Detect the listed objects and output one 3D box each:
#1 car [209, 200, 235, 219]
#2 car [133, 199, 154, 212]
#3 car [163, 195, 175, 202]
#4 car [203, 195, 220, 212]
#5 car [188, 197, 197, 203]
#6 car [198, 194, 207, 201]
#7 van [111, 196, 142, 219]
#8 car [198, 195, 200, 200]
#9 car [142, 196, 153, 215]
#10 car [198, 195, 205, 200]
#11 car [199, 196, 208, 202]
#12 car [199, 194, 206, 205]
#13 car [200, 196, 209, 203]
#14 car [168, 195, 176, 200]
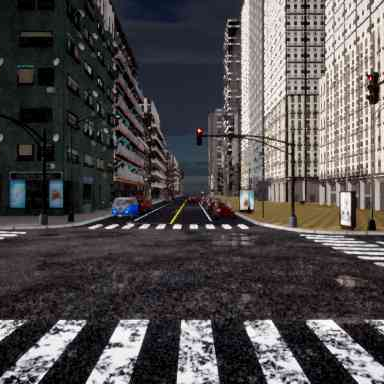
[{"bbox_3d":[2.684,1.592,28.448,1.802,1.307,4.206,0,0,0],"label":"car"},{"bbox_3d":[-5.702,1.561,39.501,1.887,1.381,4.507,0,0,0],"label":"car"},{"bbox_3d":[-5.720,1.494,78.193,1.967,1.590,4.097,0,0,0],"label":"car"},{"bbox_3d":[2.679,1.457,39.504,1.967,1.590,4.097,0,0,0],"label":"car"},{"bbox_3d":[0.066,1.645,69.749,1.895,1.301,4.718,0,0,0],"label":"car"},{"bbox_3d":[2.659,1.376,83.725,2.192,1.841,5.009,0,0,0],"label":"car"},{"bbox_3d":[-5.696,1.352,28.445,1.690,1.788,3.998,0,0,0],"label":"van"},{"bbox_3d":[2.665,1.592,67.142,2.008,1.369,4.403,0,0,0],"label":"car"},{"bbox_3d":[-5.698,1.329,33.973,2.192,1.841,5.009,0,0,0],"label":"car"},{"bbox_3d":[2.651,1.659,94.780,1.802,1.307,4.206,0,0,0],"label":"car"},{"bbox_3d":[2.660,1.636,78.197,1.802,1.307,4.206,0,0,0],"label":"car"},{"bbox_3d":[2.671,1.469,56.086,1.967,1.590,4.097,0,0,0],"label":"car"},{"bbox_3d":[2.662,1.592,72.669,1.887,1.381,4.507,0,0,0],"label":"car"},{"bbox_3d":[-5.729,1.642,94.777,1.947,1.339,4.313,0,0,0],"label":"car"}]
